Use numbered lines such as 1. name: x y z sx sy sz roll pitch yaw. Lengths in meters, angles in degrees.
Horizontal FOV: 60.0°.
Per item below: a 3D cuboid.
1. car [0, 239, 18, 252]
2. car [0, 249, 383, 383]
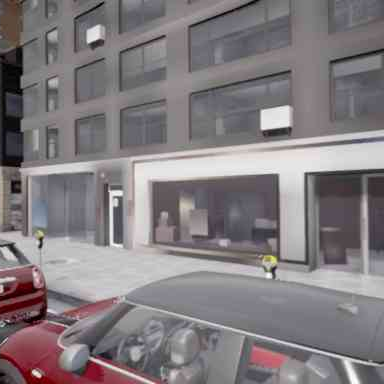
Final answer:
1. car: -4.513 1.508 6.071 4.097 1.590 1.967 -1 -1 36
2. car: -0.031 1.455 2.874 4.097 1.590 1.967 -1 -1 36
